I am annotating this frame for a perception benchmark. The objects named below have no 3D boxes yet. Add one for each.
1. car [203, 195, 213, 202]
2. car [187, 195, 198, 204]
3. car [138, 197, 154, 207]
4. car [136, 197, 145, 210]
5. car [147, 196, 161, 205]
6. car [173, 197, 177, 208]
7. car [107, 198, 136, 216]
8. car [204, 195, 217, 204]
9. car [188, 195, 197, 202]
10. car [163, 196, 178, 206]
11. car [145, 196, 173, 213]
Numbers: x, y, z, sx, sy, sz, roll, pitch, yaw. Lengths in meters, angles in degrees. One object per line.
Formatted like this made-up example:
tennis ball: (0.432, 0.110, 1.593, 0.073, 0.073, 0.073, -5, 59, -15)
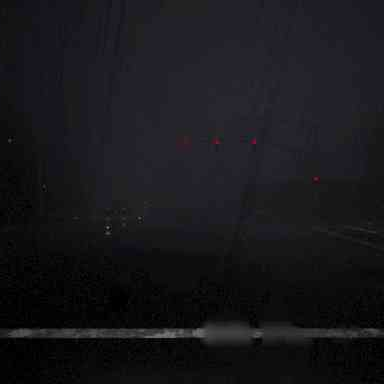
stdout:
car: (3.557, 1.386, 73.930, 2.128, 1.511, 4.902, 0, 0, 0)
car: (0.049, 1.505, 63.823, 1.837, 1.490, 4.892, 0, 0, 0)
car: (-7.051, 1.505, 51.731, 1.837, 1.490, 4.892, 0, 0, 0)
car: (-7.061, 1.478, 42.245, 1.882, 1.535, 5.008, 0, 0, 0)
car: (-7.015, 1.492, 62.140, 2.128, 1.511, 4.902, 0, 0, 0)
car: (-3.559, 1.564, 45.614, 1.994, 1.385, 4.181, 0, 0, 0)
car: (-7.069, 1.526, 32.951, 1.812, 1.442, 4.674, 0, 0, 0)
car: (3.549, 1.352, 63.791, 2.097, 1.767, 4.553, 0, 0, 0)
car: (0.057, 1.413, 73.933, 1.994, 1.385, 4.181, 0, 0, 0)
car: (-3.537, 1.492, 55.672, 2.128, 1.511, 4.902, 0, 0, 0)
car: (-3.560, 1.352, 37.045, 2.097, 1.767, 4.553, 0, 0, 0)
